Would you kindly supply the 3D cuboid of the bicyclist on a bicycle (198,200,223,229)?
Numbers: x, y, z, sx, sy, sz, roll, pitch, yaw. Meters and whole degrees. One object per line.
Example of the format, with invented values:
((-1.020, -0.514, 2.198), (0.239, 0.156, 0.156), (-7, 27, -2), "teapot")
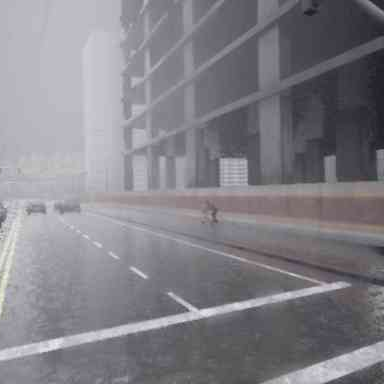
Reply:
((1.050, 1.285, 19.165), (1.656, 1.620, 0.582), (-2, 0, -27), "bicyclist on a bicycle")

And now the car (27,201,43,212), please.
((-21.974, 1.989, 46.443), (1.994, 1.385, 4.181), (-1, 0, -26), "car")

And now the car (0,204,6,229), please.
((-13.051, 1.624, 20.581), (2.097, 1.767, 4.553), (-1, 0, -27), "car")

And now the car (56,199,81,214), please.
((-14.616, 1.634, 39.669), (2.097, 1.767, 4.553), (-1, 0, -26), "car")

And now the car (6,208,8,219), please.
((-17.652, 1.847, 29.801), (2.128, 1.511, 4.902), (-1, 0, -27), "car")

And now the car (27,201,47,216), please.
((-17.764, 1.840, 38.146), (2.128, 1.511, 4.902), (-1, 0, -26), "car")

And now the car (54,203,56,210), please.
((-18.677, 1.861, 47.666), (1.837, 1.490, 4.892), (-1, 0, -27), "car")
